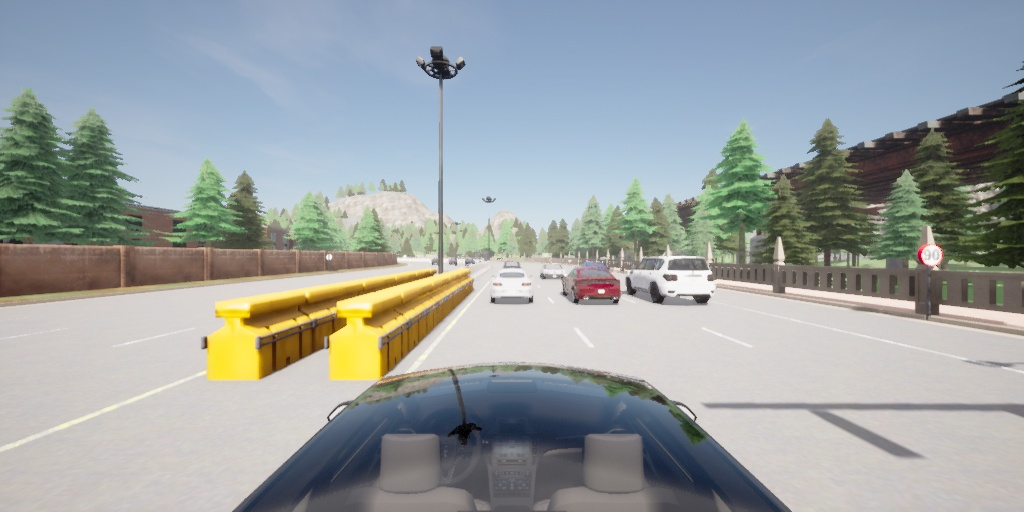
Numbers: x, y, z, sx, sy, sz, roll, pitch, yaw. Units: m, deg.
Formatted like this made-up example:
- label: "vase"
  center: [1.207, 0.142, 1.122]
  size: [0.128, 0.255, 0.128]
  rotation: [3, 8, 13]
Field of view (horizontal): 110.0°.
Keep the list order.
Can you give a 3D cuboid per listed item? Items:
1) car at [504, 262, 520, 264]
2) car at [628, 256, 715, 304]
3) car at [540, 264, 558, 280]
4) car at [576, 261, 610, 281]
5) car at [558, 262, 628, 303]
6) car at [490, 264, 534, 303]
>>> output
- label: "car"
  center: [0.000, 1.243, 31.500]
  size: [2.128, 1.511, 4.902]
  rotation: [0, 0, 0]
- label: "car"
  center: [7.000, 1.005, 16.530]
  size: [2.150, 2.045, 5.566]
  rotation: [0, 0, 0]
- label: "car"
  center: [3.500, 1.364, 31.530]
  size: [1.895, 1.301, 4.718]
  rotation: [0, 0, 0]
- label: "car"
  center: [7.000, 1.232, 31.500]
  size: [1.882, 1.535, 5.008]
  rotation: [0, 0, 0]
- label: "car"
  center: [3.500, 1.232, 16.500]
  size: [1.882, 1.535, 5.008]
  rotation: [0, 0, 0]
- label: "car"
  center: [0.000, 1.280, 16.500]
  size: [1.812, 1.442, 4.674]
  rotation: [0, 0, 0]
